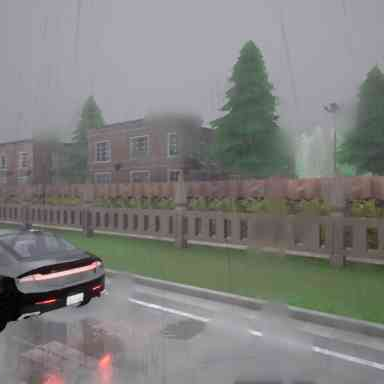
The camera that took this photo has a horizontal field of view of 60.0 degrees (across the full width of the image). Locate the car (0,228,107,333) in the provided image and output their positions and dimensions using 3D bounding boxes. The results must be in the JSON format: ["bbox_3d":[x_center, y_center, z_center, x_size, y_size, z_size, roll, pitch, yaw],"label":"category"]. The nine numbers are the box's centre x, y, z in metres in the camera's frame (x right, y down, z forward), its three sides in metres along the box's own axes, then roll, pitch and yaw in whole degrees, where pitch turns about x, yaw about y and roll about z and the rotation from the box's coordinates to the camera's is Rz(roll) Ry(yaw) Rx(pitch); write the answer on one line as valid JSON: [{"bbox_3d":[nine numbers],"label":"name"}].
[{"bbox_3d":[-3.836,1.491,6.710,4.902,1.511,2.128,0,0,35],"label":"car"}]
